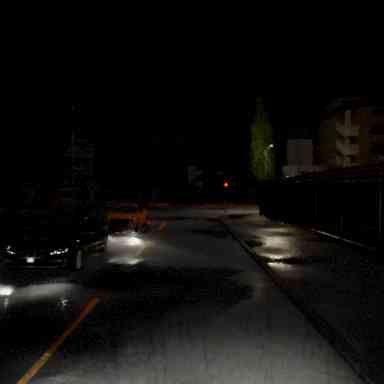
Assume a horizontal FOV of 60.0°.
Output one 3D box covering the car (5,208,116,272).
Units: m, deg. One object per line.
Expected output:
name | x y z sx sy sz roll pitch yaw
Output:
car | -4.063 1.488 10.822 1.837 1.490 4.892 0 0 0

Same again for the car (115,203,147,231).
car | -3.937 1.458 20.517 1.882 1.535 5.008 0 0 0
